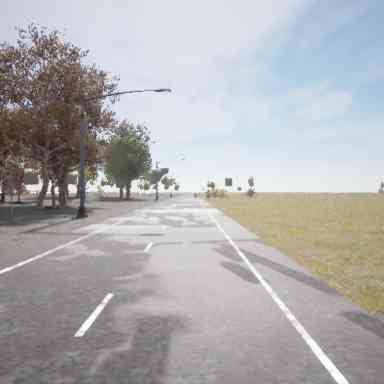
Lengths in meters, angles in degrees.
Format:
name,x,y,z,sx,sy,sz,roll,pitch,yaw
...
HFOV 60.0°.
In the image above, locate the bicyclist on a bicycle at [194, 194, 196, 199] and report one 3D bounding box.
name,x,y,z,sx,sy,sz,roll,pitch,yaw
bicyclist on a bicycle,0.970,1.496,95.487,0.582,1.620,1.656,1,0,0
